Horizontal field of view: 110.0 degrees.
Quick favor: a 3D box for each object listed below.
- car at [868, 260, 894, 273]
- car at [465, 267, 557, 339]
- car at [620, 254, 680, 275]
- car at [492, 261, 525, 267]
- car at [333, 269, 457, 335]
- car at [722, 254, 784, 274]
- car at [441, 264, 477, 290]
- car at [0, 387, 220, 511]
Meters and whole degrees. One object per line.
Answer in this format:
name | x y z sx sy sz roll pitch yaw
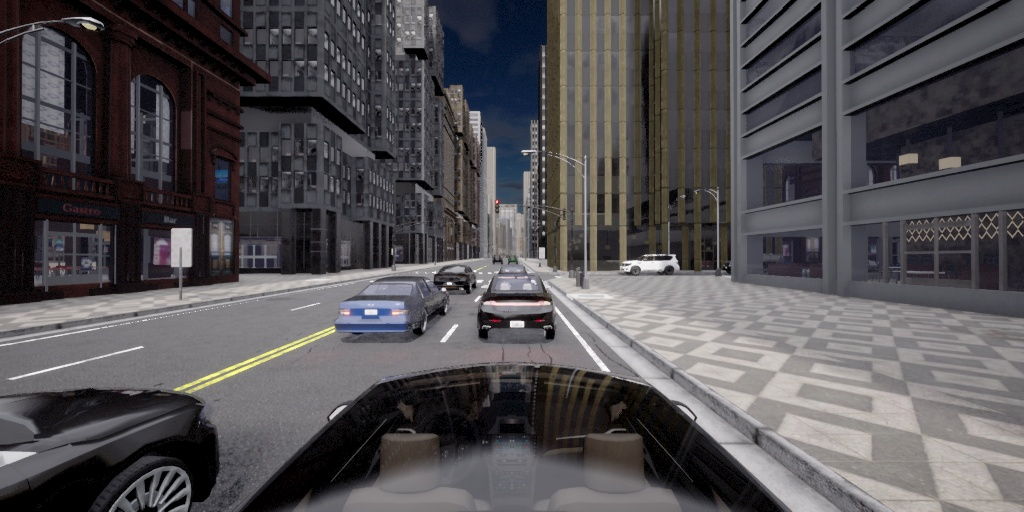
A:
car | 34.779 1.099 35.803 5.357 1.411 2.033 0 0 0
car | 0.119 1.238 10.059 2.128 1.511 4.902 0 0 0
car | 13.735 0.859 35.815 5.566 2.045 2.150 0 0 0
car | 0.044 1.225 19.489 2.128 1.511 4.902 0 0 0
car | -3.129 1.293 10.479 2.033 1.411 5.357 0 0 0
car | 24.162 0.815 35.816 5.566 2.045 2.150 0 0 0
car | -3.102 1.210 20.248 1.882 1.535 5.008 0 0 0
car | -3.149 1.241 0.736 2.128 1.511 4.902 0 0 0
